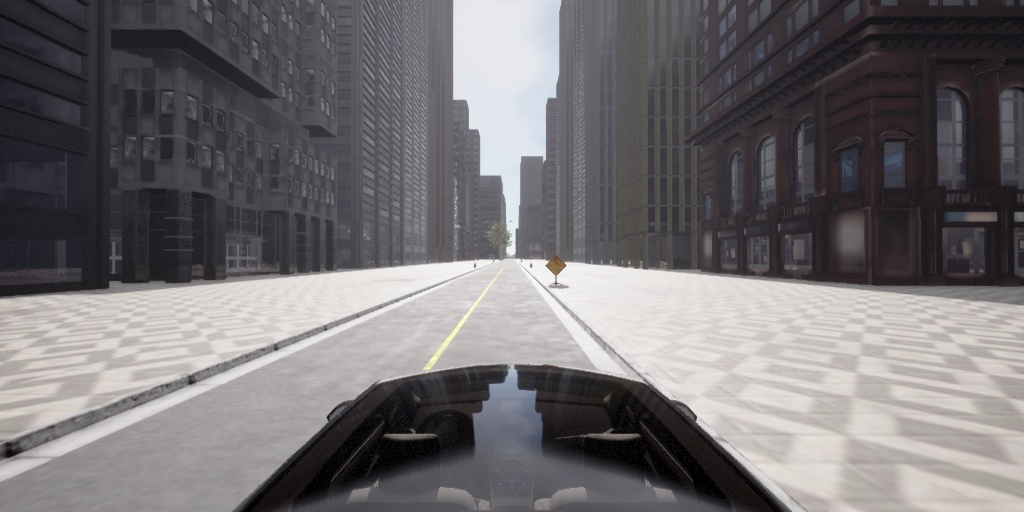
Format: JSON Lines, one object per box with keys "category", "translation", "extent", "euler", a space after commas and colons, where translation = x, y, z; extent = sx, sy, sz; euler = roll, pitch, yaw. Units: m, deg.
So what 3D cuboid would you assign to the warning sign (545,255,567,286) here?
{"category": "warning sign", "translation": [2.717, 0.866, 22.087], "extent": [1.300, 1.860, 1.060], "euler": [0, 0, 0]}
